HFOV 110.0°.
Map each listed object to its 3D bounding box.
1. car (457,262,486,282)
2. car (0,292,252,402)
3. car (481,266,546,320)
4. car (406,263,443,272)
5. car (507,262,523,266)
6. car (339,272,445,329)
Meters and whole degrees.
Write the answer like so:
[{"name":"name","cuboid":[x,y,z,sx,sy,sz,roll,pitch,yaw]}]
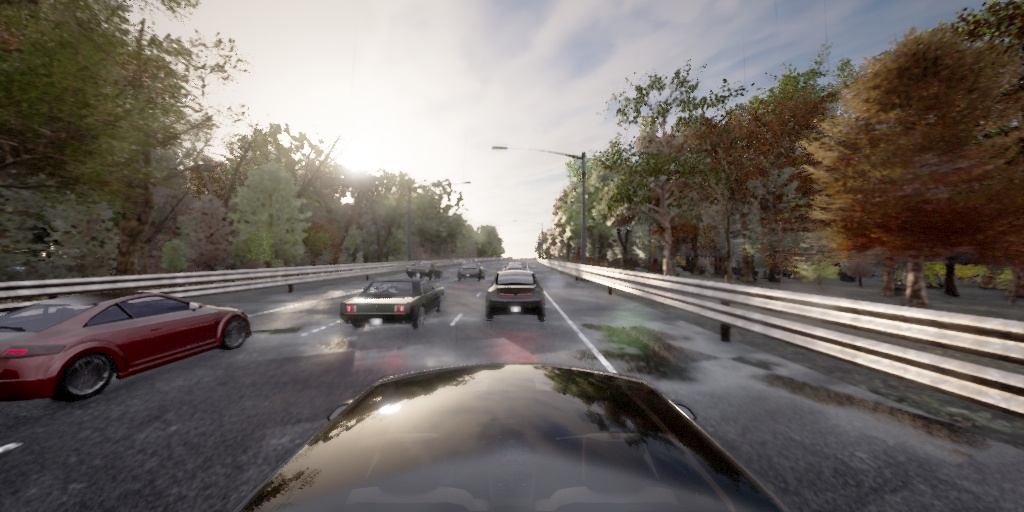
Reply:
[{"name":"car","cuboid":[-3.247,1.238,29.249,2.128,1.511,4.902,0,0,1]},{"name":"car","cuboid":[-6.831,1.321,6.360,1.994,1.385,4.181,0,0,-1]},{"name":"car","cuboid":[0.115,1.256,12.563,1.837,1.490,4.892,0,0,0]},{"name":"car","cuboid":[-6.764,1.248,28.339,1.895,1.301,4.718,4,-4,2]},{"name":"car","cuboid":[0.274,1.271,30.705,1.812,1.442,4.674,0,0,1]},{"name":"car","cuboid":[-3.397,1.351,11.224,1.895,1.301,4.718,0,0,0]}]
